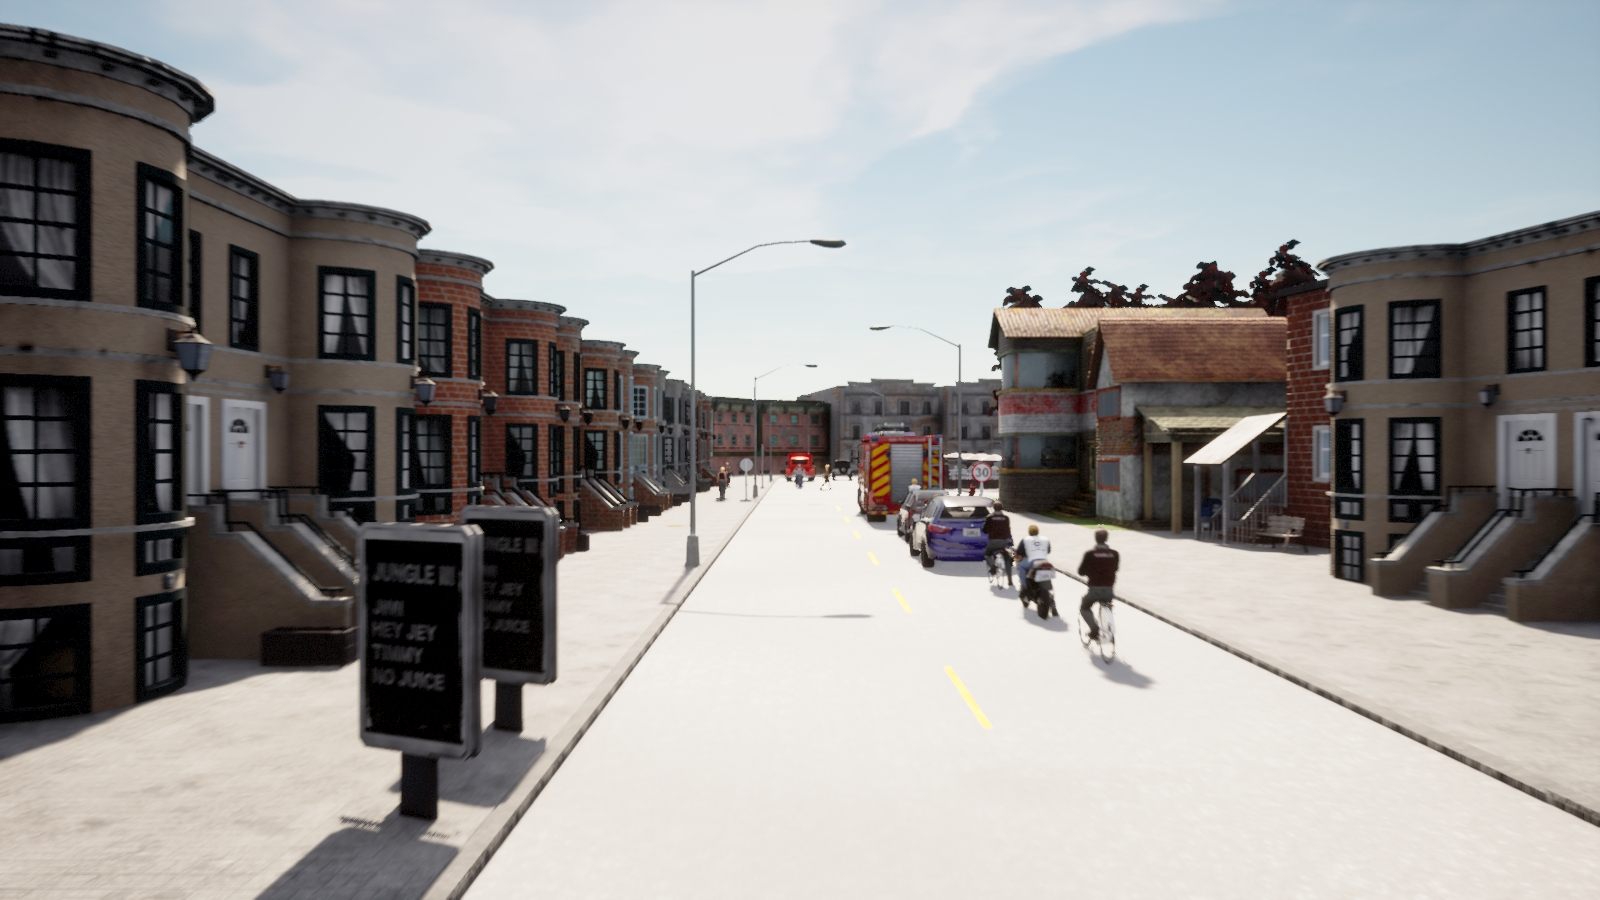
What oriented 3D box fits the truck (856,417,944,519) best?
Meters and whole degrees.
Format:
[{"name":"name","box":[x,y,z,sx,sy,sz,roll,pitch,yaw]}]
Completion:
[{"name":"truck","box":[3.983,0.671,47.305,2.891,3.827,8.468,0,0,0]}]

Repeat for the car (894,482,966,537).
[{"name":"car","box":[3.997,1.800,35.646,1.789,1.549,3.705,0,0,0]}]

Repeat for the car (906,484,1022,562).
[{"name":"car","box":[3.993,1.747,28.635,2.242,1.667,4.611,0,0,0]}]

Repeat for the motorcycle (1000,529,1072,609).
[{"name":"motorcycle","box":[3.995,1.993,19.472,0.803,1.145,2.033,0,0,0]}]

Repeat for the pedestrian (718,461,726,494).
[{"name":"pedestrian","box":[-4.341,1.524,63.355,0.375,1.860,0.375,0,0,11]}]

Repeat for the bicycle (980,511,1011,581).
[{"name":"bicycle","box":[3.987,1.940,23.383,0.329,1.271,1.835,0,0,0]}]

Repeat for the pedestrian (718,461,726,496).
[{"name":"pedestrian","box":[-4.164,1.523,61.084,0.375,1.860,0.375,0,0,8]}]
